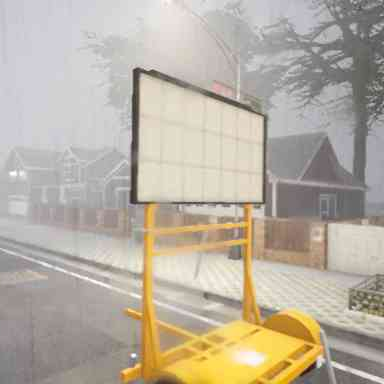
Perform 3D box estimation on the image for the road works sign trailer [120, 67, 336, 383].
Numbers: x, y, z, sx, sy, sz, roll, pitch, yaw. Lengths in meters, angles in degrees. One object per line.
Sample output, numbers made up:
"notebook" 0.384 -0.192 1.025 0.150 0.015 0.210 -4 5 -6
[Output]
"road works sign trailer" 0.056 0.549 4.181 2.880 3.560 2.380 0 -1 43
